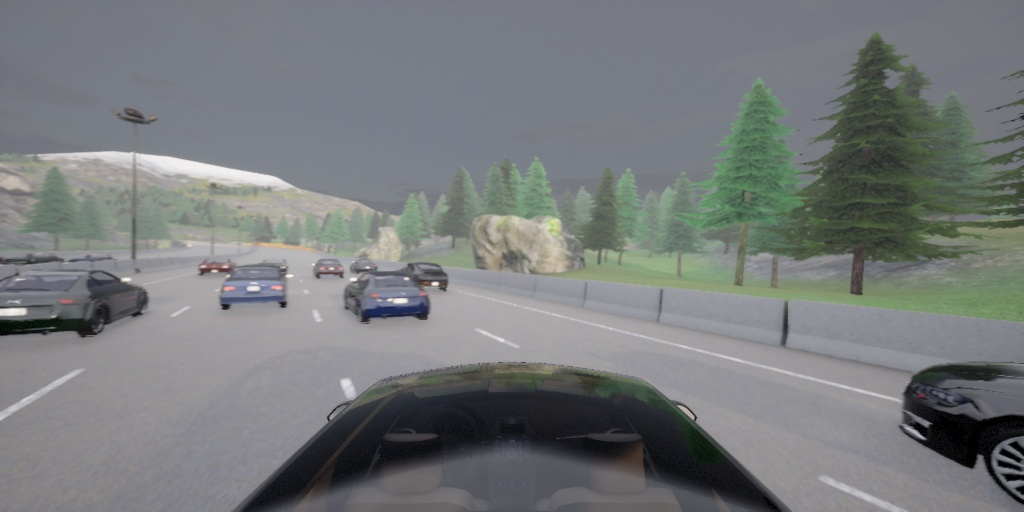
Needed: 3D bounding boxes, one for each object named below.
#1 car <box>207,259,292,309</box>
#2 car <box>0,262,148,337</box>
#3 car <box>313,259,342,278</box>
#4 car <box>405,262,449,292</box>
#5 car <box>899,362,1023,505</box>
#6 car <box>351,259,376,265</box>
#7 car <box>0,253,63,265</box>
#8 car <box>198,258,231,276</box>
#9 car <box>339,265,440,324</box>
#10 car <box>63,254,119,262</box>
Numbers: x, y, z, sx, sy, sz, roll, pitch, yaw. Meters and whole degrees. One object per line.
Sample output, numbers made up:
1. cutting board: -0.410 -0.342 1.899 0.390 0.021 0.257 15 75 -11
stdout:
1. car: -9.201 1.004 13.057 2.033 1.411 5.357 2 0 -32
2. car: -10.437 0.987 8.430 1.994 1.385 4.181 2 0 -32
3. car: -14.036 0.918 27.400 2.033 1.411 5.357 2 0 -32
4. car: -5.020 1.082 19.574 1.837 1.490 4.892 2 0 -32
5. car: 5.897 1.422 2.095 2.128 1.511 4.902 2 0 -32
6. car: -14.112 0.967 34.123 1.994 1.385 4.181 2 0 -32
7. car: -41.104 0.375 30.907 1.895 1.301 4.718 2 0 -32
8. car: -22.207 0.768 27.268 1.895 1.301 4.718 2 0 -32
9. car: -4.111 1.165 11.512 1.994 1.385 4.181 2 0 -32
10. car: -38.137 0.458 32.762 1.895 1.301 4.718 2 0 -32
